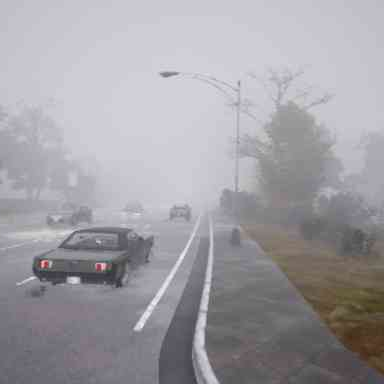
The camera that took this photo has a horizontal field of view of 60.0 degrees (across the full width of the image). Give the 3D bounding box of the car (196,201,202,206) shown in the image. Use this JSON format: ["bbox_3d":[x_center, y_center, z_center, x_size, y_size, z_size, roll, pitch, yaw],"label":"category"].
[{"bbox_3d":[1.651,3.126,92.278,1.994,1.385,4.181,1,-1,15],"label":"car"}]

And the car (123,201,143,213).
[{"bbox_3d":[-7.627,1.906,43.294,1.837,1.490,4.892,1,-2,3],"label":"car"}]

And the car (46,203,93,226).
[{"bbox_3d":[-8.589,1.561,23.751,2.128,1.511,4.902,1,-1,3],"label":"car"}]

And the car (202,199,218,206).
[{"bbox_3d":[5.091,3.138,91.607,1.882,1.535,5.008,1,-1,15],"label":"car"}]

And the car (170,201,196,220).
[{"bbox_3d":[-1.071,1.889,32.611,2.128,1.511,4.902,1,-1,3],"label":"car"}]

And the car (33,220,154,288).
[{"bbox_3d":[-2.370,1.657,9.436,1.895,1.301,4.718,1,-1,5],"label":"car"}]
